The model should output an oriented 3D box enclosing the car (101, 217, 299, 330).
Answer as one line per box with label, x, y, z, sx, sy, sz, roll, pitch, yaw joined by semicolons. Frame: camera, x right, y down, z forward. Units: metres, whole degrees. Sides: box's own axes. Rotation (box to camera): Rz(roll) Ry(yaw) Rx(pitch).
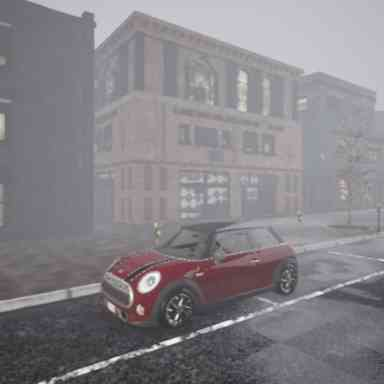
car;0.264;1.373;6.751;4.097;1.590;1.967;-1;2;-36
